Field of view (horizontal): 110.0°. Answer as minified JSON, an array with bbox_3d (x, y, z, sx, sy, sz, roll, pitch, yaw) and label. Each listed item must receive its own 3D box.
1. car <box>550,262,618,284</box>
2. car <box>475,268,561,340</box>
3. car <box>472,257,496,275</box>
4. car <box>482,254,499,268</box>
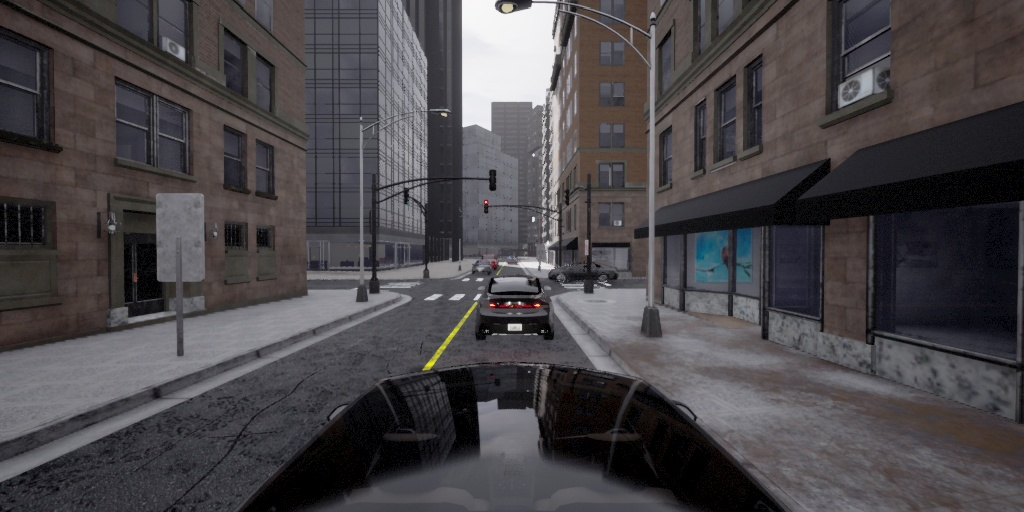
[{"bbox_3d":[5.099,1.176,25.819,4.892,1.490,1.837,0,2,11],"label":"car"},{"bbox_3d":[0.073,1.252,9.961,1.837,1.490,4.892,0,0,0],"label":"car"},{"bbox_3d":[-3.124,1.162,37.952,2.128,1.511,4.902,0,0,0],"label":"car"},{"bbox_3d":[-3.138,0.808,48.256,2.150,2.045,5.566,0,1,0],"label":"car"}]
